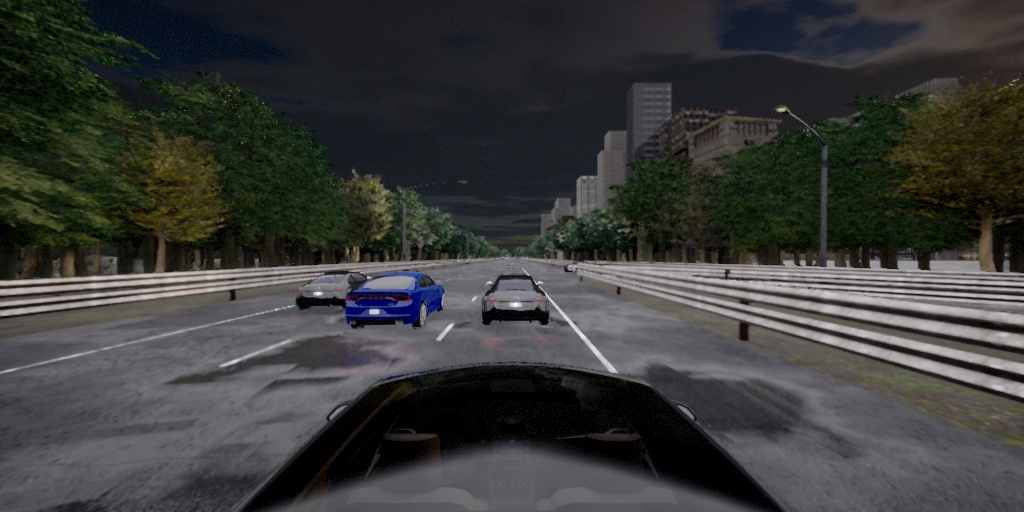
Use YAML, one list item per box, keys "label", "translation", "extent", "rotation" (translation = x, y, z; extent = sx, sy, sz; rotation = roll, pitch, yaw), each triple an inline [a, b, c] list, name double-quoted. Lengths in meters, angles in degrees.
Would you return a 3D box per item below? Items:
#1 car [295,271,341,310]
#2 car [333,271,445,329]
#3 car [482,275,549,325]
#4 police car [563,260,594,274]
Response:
- label: "car"
  translation: [-6.897, 1.309, 14.768]
  extent: [1.994, 1.385, 4.181]
  rotation: [0, 0, 0]
- label: "car"
  translation: [-3.398, 1.224, 11.332]
  extent: [1.882, 1.535, 5.008]
  rotation: [0, 0, 0]
- label: "car"
  translation: [0.100, 1.310, 11.866]
  extent: [1.994, 1.385, 4.181]
  rotation: [0, 0, 0]
- label: "police car"
  translation: [7.618, 1.293, 41.455]
  extent: [2.038, 1.542, 4.974]
  rotation: [0, 0, -18]
